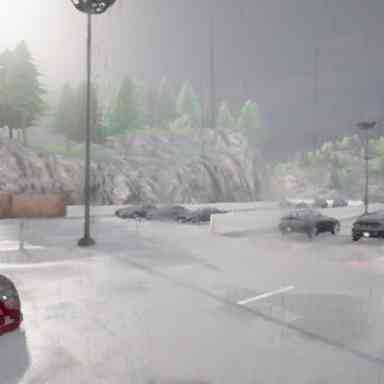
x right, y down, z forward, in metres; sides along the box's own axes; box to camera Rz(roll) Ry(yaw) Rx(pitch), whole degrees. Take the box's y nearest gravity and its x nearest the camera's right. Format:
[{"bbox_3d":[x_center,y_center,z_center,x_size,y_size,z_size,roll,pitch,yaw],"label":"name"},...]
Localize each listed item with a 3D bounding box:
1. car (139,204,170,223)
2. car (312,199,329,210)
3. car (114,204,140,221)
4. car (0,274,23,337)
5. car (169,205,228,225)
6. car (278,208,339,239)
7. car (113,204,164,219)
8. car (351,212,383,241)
[{"bbox_3d":[-2.044,1.950,30.543,4.892,1.490,1.837,2,-1,-45],"label":"car"},{"bbox_3d":[25.125,2.316,64.856,2.150,2.045,5.566,0,-1,31],"label":"car"},{"bbox_3d":[-4.865,1.966,32.668,4.892,1.490,1.837,2,-1,-45],"label":"car"},{"bbox_3d":[-4.710,1.608,4.630,4.181,1.385,1.994,1,-1,-38],"label":"car"},{"bbox_3d":[0.964,1.978,28.544,5.357,1.411,2.033,1,-1,-45],"label":"car"},{"bbox_3d":[6.954,1.821,19.532,4.902,1.511,2.128,1,-1,-44],"label":"car"},{"bbox_3d":[-5.819,2.060,36.611,2.033,1.411,5.357,-1,-1,45],"label":"car"},{"bbox_3d":[10.181,1.827,17.795,4.892,1.490,1.837,1,-1,-44],"label":"car"}]
